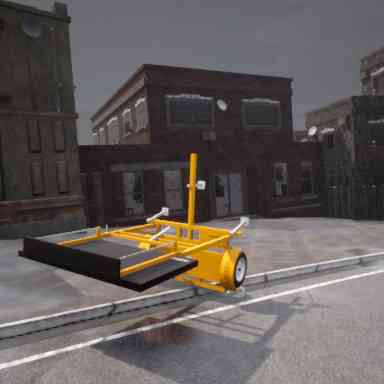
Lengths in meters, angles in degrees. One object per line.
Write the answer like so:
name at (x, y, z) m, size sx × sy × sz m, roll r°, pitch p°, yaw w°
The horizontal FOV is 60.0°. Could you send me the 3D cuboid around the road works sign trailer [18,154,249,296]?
road works sign trailer at (-0.701, 0.701, 5.824) m, size 2.380 × 2.880 × 3.560 m, roll 5°, pitch 5°, yaw 31°
